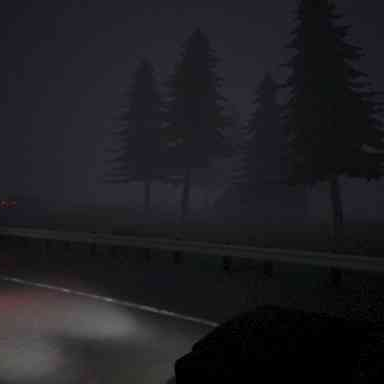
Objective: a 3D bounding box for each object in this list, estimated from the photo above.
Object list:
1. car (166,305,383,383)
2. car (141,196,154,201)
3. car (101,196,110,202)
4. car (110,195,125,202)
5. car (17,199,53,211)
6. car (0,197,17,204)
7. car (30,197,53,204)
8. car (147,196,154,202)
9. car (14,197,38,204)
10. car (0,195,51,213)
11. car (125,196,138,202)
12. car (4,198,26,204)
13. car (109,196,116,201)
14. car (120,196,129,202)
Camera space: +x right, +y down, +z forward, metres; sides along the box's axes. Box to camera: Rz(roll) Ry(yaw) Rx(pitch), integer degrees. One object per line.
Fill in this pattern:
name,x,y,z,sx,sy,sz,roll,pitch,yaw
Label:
car,2.101,1.596,2.266,4.718,1.301,1.895,0,0,35
car,-10.754,1.742,78.340,1.812,1.442,4.674,0,0,0
car,-21.248,1.797,82.746,1.812,1.442,4.674,0,0,-4
car,-17.687,1.609,81.054,2.097,1.767,4.553,0,0,0
car,-21.167,1.754,44.992,1.994,1.385,4.181,0,0,18
car,-42.386,1.902,76.158,1.994,1.385,4.181,0,0,7
car,-32.285,1.836,71.629,2.033,1.411,5.357,0,0,7
car,-11.091,1.766,88.629,1.812,1.442,4.674,0,0,-8
car,-35.809,1.838,71.799,2.128,1.511,4.902,0,0,11
car,-19.379,1.392,39.084,2.150,2.045,5.566,0,0,18
car,-14.213,1.736,79.843,1.837,1.490,4.892,0,0,0
car,-39.112,1.926,73.573,1.895,1.301,4.718,0,0,7
car,-22.067,1.893,92.373,1.895,1.301,4.718,0,0,-12
car,-18.305,1.817,90.439,2.033,1.411,5.357,0,0,-8
